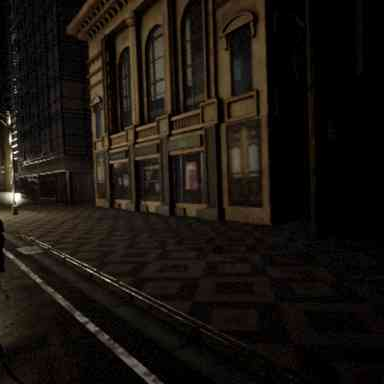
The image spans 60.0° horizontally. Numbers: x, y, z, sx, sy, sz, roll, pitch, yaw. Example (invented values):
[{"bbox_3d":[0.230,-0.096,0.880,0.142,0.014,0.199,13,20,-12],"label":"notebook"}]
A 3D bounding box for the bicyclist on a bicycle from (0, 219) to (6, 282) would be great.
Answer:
[{"bbox_3d":[-4.845,1.310,8.157,0.582,1.620,1.656,-4,2,-38],"label":"bicyclist on a bicycle"}]
